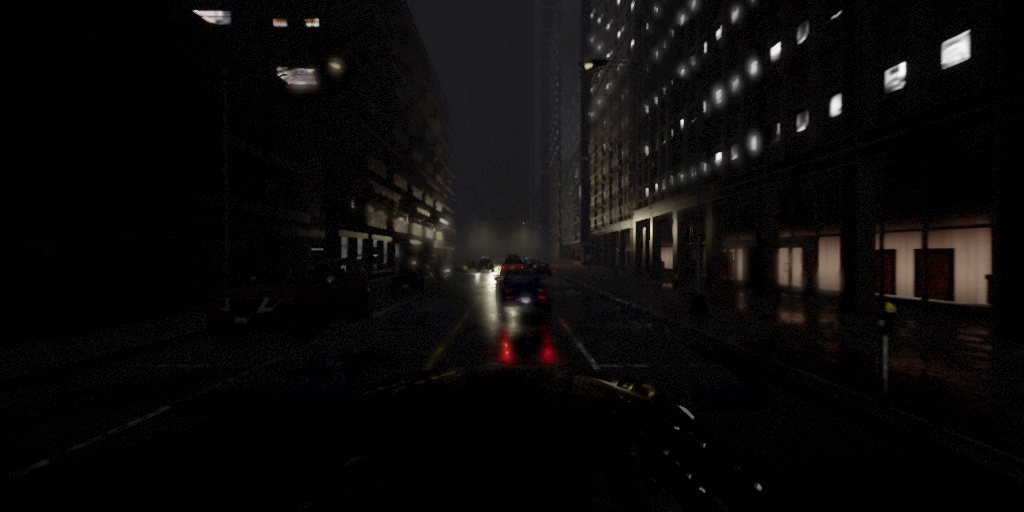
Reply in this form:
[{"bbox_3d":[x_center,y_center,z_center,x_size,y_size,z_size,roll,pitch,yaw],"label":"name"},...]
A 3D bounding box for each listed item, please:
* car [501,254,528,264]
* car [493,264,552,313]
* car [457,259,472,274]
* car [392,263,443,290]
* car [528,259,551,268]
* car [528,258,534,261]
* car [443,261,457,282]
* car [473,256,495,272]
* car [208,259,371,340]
[{"bbox_3d":[0.102,0.957,31.910,2.097,1.767,4.553,0,0,0],"label":"car"},{"bbox_3d":[0.309,1.217,13.594,1.812,1.442,4.674,0,0,-3],"label":"car"},{"bbox_3d":[-5.683,1.103,38.121,1.751,1.417,4.829,0,0,0],"label":"car"},{"bbox_3d":[-5.687,1.220,21.346,1.948,1.339,4.313,0,0,0],"label":"car"},{"bbox_3d":[2.696,1.184,32.641,1.802,1.307,4.207,0,0,0],"label":"car"},{"bbox_3d":[2.699,1.119,43.937,1.948,1.339,4.313,0,0,0],"label":"car"},{"bbox_3d":[-5.685,1.179,26.994,2.007,1.370,4.403,0,0,0],"label":"car"},{"bbox_3d":[-3.060,1.069,41.723,1.837,1.490,4.892,0,0,0],"label":"car"},{"bbox_3d":[-5.690,1.024,10.049,2.192,1.841,5.009,0,0,0],"label":"car"}]
